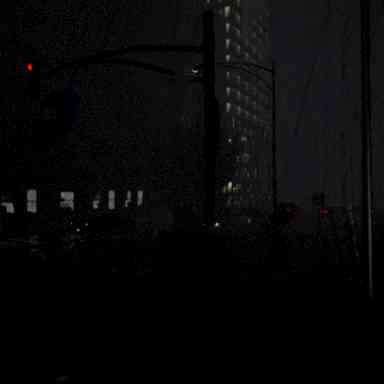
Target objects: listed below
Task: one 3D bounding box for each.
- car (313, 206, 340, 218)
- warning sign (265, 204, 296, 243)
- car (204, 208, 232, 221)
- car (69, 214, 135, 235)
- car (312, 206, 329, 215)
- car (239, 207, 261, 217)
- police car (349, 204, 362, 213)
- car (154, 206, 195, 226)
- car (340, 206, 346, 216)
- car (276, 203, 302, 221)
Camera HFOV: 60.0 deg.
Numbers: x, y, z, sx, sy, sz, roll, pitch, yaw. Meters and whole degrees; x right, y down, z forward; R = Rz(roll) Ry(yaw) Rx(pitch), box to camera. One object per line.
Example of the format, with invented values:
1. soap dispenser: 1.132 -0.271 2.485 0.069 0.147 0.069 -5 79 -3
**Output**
1. car: 17.936 2.714 44.246 1.837 1.490 4.892 -1 -2 32
2. warning sign: 4.594 1.606 17.305 1.300 1.860 1.060 0 0 32
3. car: 3.124 2.573 39.153 1.812 1.442 4.674 -1 -2 32
4. car: -6.349 2.233 23.775 1.895 1.301 4.718 -1 -2 32
5. car: 22.294 3.155 57.525 1.895 1.301 4.718 -1 -2 32
6. car: 8.389 2.839 47.633 1.994 1.385 4.181 -1 -2 32
7. police car: 32.019 3.191 65.145 1.930 1.638 5.238 -1 -2 32
8. car: -1.586 2.193 31.514 2.097 1.767 4.553 -1 -2 32
9. car: 23.295 2.920 52.966 1.882 1.535 5.008 -1 -2 32
10. car: 11.593 2.314 40.149 2.150 2.045 5.566 -1 -1 32
